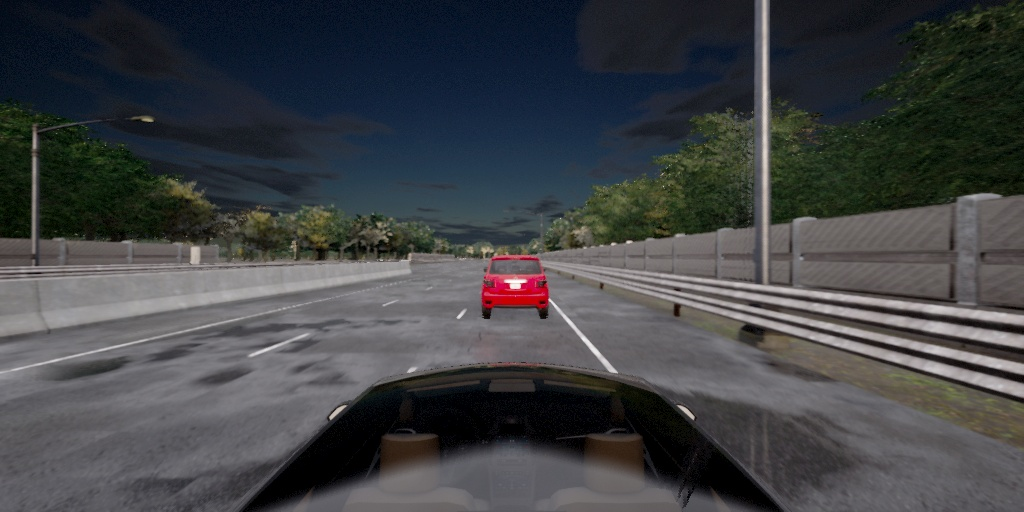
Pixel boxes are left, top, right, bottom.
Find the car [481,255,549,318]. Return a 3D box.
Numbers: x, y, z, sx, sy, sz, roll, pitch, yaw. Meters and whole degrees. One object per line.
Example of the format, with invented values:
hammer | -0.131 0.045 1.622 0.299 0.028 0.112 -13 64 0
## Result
car | 0.102 0.994 13.274 2.150 2.045 5.566 0 0 0
